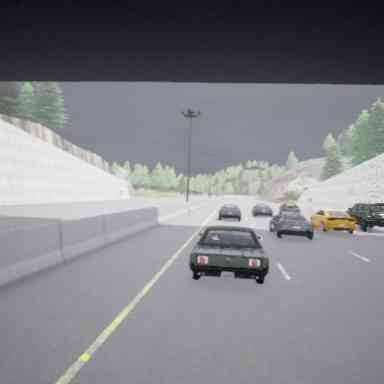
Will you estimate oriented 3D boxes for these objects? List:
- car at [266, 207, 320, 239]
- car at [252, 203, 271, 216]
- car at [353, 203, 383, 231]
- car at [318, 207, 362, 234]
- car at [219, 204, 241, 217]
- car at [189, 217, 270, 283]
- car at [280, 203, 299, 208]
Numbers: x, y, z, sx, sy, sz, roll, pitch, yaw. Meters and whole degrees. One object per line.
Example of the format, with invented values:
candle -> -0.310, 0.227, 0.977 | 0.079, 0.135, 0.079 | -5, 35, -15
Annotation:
car -> 5.732, 1.843, 19.480 | 1.994, 1.385, 4.181 | 2, 0, 7
car -> 7.733, 1.962, 36.714 | 1.994, 1.385, 4.181 | 2, 0, 7
car -> 13.477, 1.835, 25.444 | 2.150, 2.045, 5.566 | 2, 0, 7
car -> 9.694, 1.928, 23.244 | 1.882, 1.535, 5.008 | 2, 0, 7
car -> 3.454, 1.771, 30.188 | 1.994, 1.385, 4.181 | 2, 0, 7
car -> 1.109, 1.668, 9.985 | 1.895, 1.301, 4.718 | 2, 0, 7
car -> 11.618, 2.057, 39.835 | 2.128, 1.511, 4.902 | 2, 0, 7
